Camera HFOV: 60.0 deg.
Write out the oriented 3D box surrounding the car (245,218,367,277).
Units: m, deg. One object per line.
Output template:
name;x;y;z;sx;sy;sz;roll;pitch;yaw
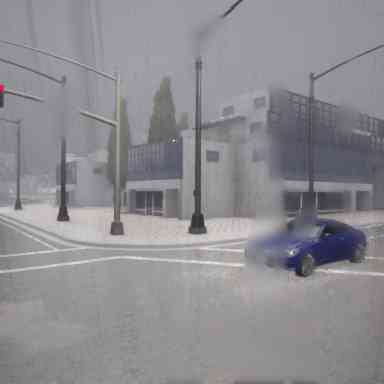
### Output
car;3.733;1.559;10.421;4.674;1.442;1.812;0;0;-38
